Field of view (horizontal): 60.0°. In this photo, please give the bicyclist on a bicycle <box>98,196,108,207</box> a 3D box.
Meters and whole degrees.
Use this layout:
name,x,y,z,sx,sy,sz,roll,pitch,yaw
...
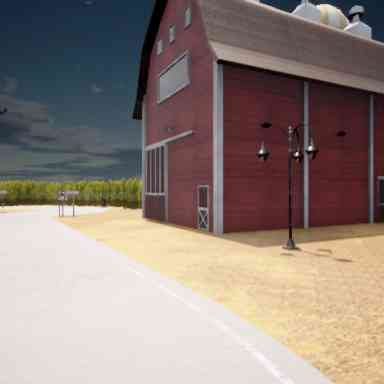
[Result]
name,x,y,z,sx,sy,sz,roll,pitch,yaw
bicyclist on a bicycle,-12.867,1.430,47.999,0.582,1.620,1.656,0,1,44
